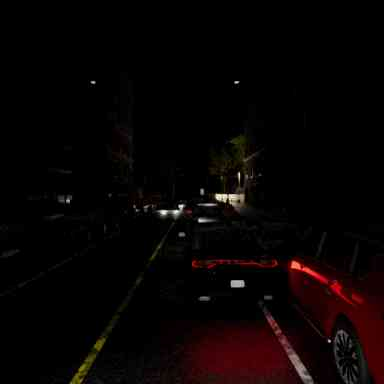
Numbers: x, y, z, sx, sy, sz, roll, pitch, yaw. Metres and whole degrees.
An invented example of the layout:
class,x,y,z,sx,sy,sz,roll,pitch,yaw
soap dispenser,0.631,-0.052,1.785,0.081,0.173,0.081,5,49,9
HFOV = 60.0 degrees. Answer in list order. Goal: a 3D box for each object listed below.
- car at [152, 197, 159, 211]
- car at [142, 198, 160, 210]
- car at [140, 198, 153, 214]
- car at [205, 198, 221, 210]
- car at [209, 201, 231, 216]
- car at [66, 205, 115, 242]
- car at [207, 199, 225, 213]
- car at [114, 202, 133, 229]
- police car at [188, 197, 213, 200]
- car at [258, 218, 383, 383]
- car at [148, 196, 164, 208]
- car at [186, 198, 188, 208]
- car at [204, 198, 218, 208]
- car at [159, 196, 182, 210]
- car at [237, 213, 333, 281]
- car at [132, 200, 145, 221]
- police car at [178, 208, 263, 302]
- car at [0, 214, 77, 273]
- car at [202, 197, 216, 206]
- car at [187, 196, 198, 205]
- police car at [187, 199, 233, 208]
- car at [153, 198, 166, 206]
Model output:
class,x,y,z,sx,sy,sz,roll,pitch,yaw
car,-5.304,1.440,38.161,1.967,1.590,4.097,0,0,0
car,-5.292,1.529,43.509,1.752,1.417,4.829,0,0,0
car,-5.316,1.548,32.642,2.008,1.369,4.403,0,0,0
car,2.734,1.548,43.664,1.887,1.381,4.507,0,0,0
car,2.709,1.580,32.627,1.802,1.307,4.206,0,0,0
car,-5.354,1.549,16.086,2.008,1.369,4.403,0,0,0
car,2.722,1.526,38.316,1.752,1.417,4.829,0,0,0
car,-5.341,1.542,21.605,1.887,1.381,4.507,0,0,0
police car,0.878,1.422,24.518,1.930,1.638,5.238,0,0,0
car,2.646,1.314,5.036,2.192,1.841,5.009,0,0,0
car,-5.279,1.447,49.198,1.967,1.590,4.097,0,0,0
car,0.105,1.606,45.620,1.895,1.301,4.718,0,0,0
car,2.747,1.589,49.182,1.802,1.307,4.206,0,0,0
car,-2.750,1.355,42.300,2.097,1.767,4.553,0,0,0
car,2.655,1.524,10.722,1.752,1.417,4.829,0,0,0
car,-5.328,1.563,27.124,1.947,1.339,4.313,0,0,0
police car,0.693,1.424,8.482,1.930,1.638,5.238,0,0,-3
car,-5.366,1.580,10.567,1.802,1.307,4.206,0,0,0
car,2.759,1.577,54.700,1.947,1.339,4.313,0,0,0
car,0.134,1.540,59.779,1.812,1.442,4.674,0,0,0
police car,0.864,1.423,18.518,1.930,1.638,5.238,0,0,0
car,-5.266,1.593,54.717,1.802,1.307,4.206,0,0,0
